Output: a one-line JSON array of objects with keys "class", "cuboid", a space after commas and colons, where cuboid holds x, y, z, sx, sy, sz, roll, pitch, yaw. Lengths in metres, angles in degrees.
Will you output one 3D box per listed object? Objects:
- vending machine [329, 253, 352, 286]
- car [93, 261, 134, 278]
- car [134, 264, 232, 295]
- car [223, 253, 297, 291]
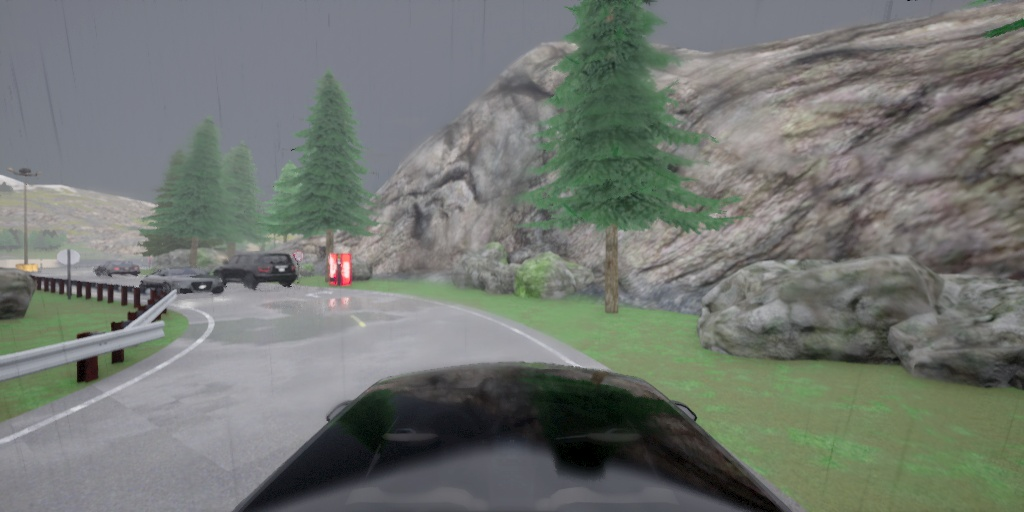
[{"class": "vending machine", "cuboid": [-10.802, 0.800, 22.592, 0.880, 2.100, 1.100, 0, 0, 28]}, {"class": "car", "cuboid": [-34.659, 1.102, 31.431, 5.357, 1.411, 2.033, 0, 0, 29]}, {"class": "car", "cuboid": [-15.780, 1.211, 17.165, 4.181, 1.385, 1.994, 0, 0, 28]}, {"class": "car", "cuboid": [-15.046, 0.840, 20.969, 5.566, 2.045, 2.150, 0, 0, 27]}]
